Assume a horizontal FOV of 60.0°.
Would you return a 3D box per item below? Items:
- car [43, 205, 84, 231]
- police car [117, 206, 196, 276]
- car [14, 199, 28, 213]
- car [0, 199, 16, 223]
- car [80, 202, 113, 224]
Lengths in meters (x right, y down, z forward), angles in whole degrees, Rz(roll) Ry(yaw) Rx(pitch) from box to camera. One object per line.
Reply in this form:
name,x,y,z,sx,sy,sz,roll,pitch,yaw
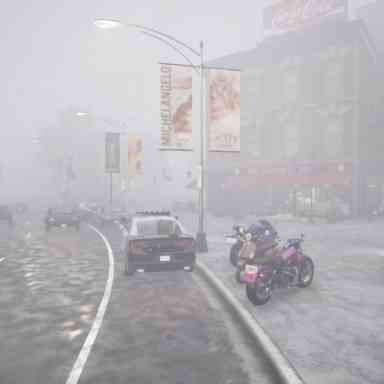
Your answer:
car,-8.260,1.593,20.857,1.895,1.301,4.718,0,0,-26
police car,-1.273,1.423,10.665,1.930,1.638,5.238,0,0,-14
car,-18.987,1.509,35.369,1.812,1.442,4.674,0,0,-45
car,-14.346,1.492,24.402,1.837,1.490,4.892,1,0,-32
car,-8.522,1.512,27.656,2.002,1.452,4.674,0,0,-34
